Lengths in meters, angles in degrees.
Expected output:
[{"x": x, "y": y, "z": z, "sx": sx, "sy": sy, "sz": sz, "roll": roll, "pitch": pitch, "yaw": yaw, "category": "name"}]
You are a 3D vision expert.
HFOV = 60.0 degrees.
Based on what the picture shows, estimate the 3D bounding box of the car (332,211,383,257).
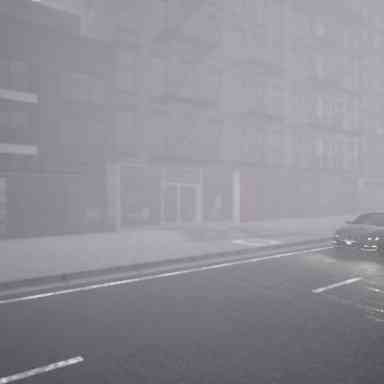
[{"x": 7.428, "y": 1.516, "z": 12.976, "sx": 4.892, "sy": 1.490, "sz": 1.837, "roll": 0, "pitch": 0, "yaw": -35, "category": "car"}]
